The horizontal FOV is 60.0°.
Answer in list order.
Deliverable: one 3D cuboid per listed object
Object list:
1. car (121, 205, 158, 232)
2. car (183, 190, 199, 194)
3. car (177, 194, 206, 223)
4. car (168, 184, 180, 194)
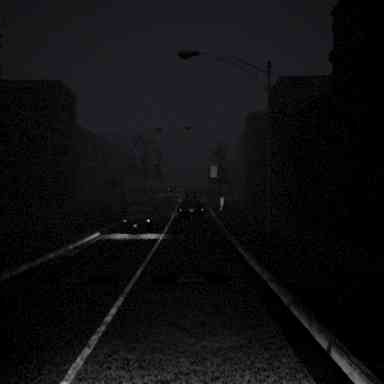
[{"bbox_3d":[-3.211,1.588,21.052,1.812,1.442,4.674,0,1,0],"label":"car"},{"bbox_3d":[-0.126,0.505,42.504,2.097,1.767,4.553,0,3,0],"label":"car"},{"bbox_3d":[-0.038,1.298,25.838,2.097,1.767,4.553,0,2,0],"label":"car"},{"bbox_3d":[-3.362,-0.631,62.490,2.097,1.767,4.553,0,3,0],"label":"car"}]
